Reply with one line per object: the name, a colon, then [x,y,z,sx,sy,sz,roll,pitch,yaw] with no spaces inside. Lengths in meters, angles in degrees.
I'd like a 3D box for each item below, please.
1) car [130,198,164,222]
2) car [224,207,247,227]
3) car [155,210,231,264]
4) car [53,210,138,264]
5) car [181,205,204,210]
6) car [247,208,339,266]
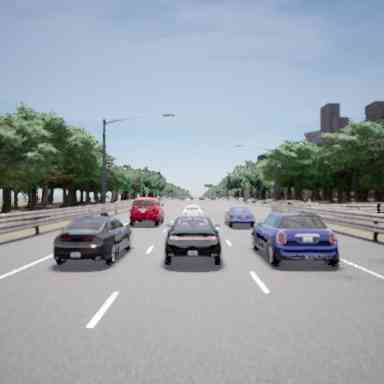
car: [-3.466,1.503,26.213,2.150,2.045,5.566,0,0,0]
car: [3.525,1.817,25.150,2.033,1.411,5.357,0,-1,0]
car: [0.044,1.629,12.346,2.128,1.511,4.902,0,-1,0]
car: [-3.456,1.644,12.352,1.837,1.490,4.892,0,0,0]
car: [0.049,1.820,28.038,1.812,1.442,4.674,0,0,0]
car: [3.544,1.488,12.256,2.097,1.767,4.553,0,-1,1]
